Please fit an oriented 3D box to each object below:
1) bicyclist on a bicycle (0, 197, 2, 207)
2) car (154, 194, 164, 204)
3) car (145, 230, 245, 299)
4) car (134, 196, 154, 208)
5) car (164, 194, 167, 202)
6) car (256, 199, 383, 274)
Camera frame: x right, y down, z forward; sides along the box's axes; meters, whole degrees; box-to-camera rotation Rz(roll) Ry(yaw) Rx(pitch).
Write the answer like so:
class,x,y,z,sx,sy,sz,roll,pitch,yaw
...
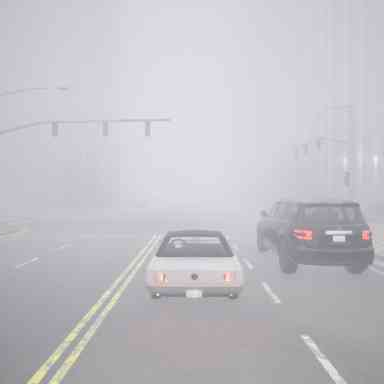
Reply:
class,x,y,z,sx,sy,sz,roll,pitch,yaw
bicyclist on a bicycle,-26.380,1.301,45.411,0.582,1.620,1.656,0,0,-1
car,-7.004,1.492,62.539,2.128,1.511,4.902,0,0,0
car,0.067,1.601,8.391,1.895,1.301,4.718,0,0,1
car,-7.051,1.564,47.515,1.994,1.385,4.181,0,0,0
car,-6.934,1.344,77.542,2.097,1.767,4.553,0,0,0
car,3.583,1.222,10.746,2.150,2.045,5.566,0,0,0
